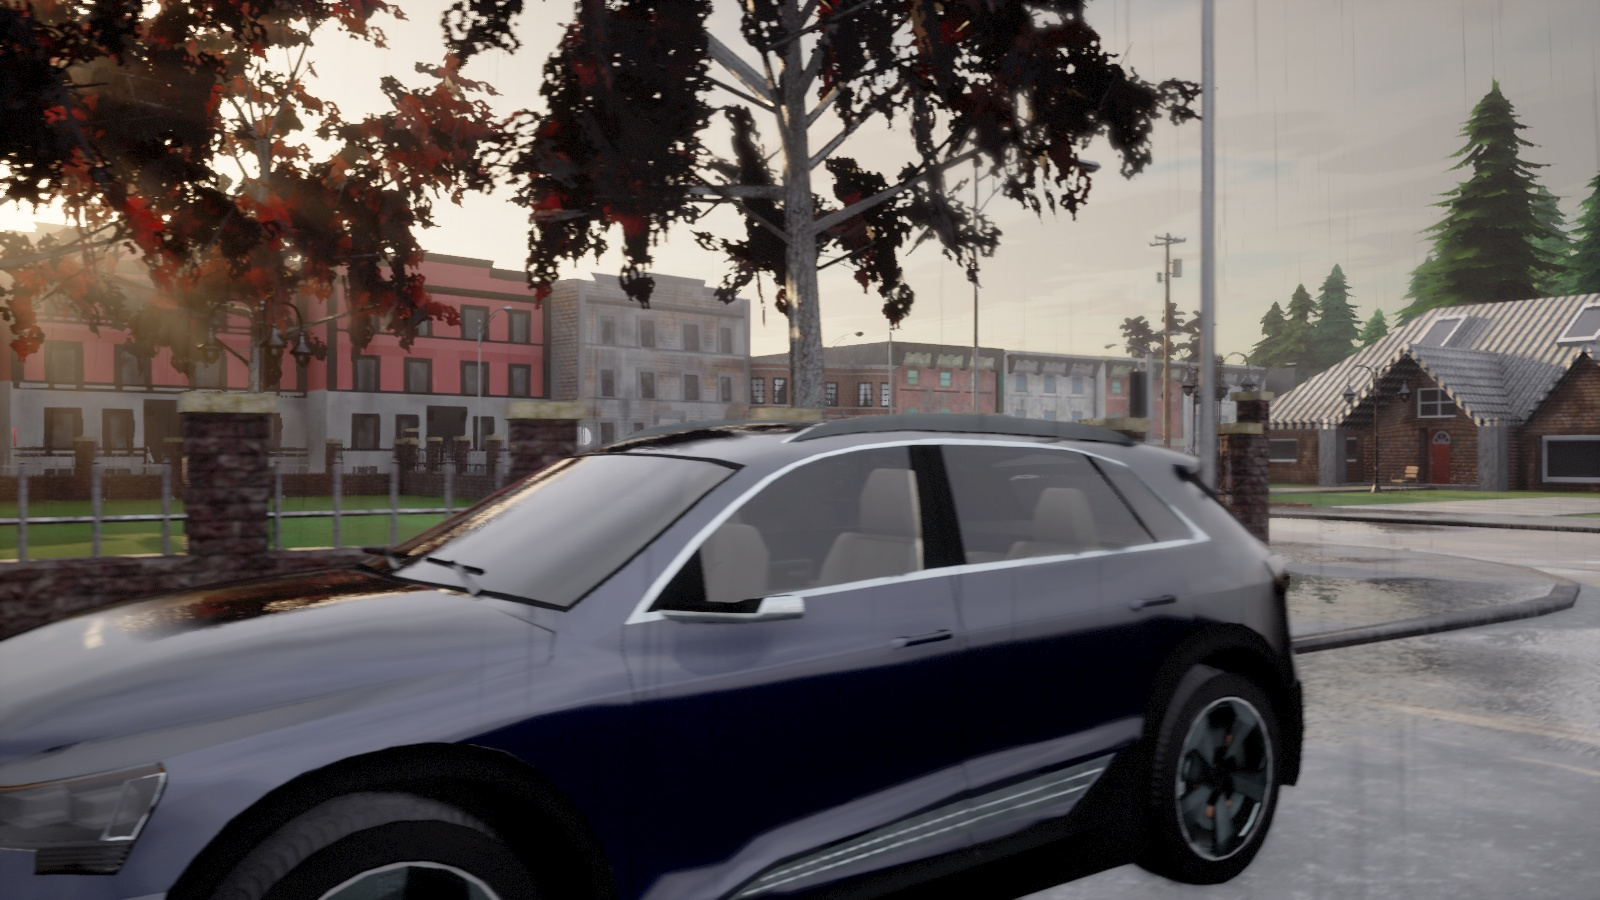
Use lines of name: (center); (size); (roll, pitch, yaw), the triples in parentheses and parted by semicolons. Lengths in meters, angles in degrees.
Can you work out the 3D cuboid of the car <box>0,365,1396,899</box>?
car: (-0.226, 0.686, 4.216); (4.856, 1.649, 2.033); (0, 0, -38)
